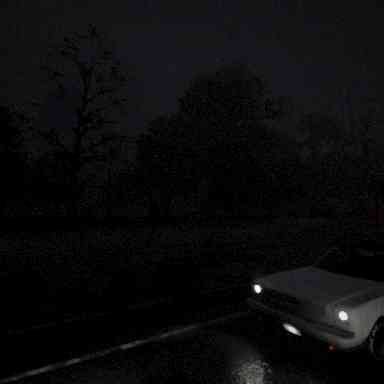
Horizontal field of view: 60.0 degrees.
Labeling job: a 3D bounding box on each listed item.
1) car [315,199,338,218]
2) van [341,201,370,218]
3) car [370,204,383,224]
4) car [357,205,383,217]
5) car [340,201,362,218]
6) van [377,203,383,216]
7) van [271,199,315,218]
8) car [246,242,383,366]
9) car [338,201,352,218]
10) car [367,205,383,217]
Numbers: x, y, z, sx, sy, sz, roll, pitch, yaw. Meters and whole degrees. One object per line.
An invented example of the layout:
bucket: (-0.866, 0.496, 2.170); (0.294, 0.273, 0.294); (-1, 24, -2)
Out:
car: (12.956, 1.844, 37.616); (2.435, 2.045, 5.566); (2, -1, -35)
van: (19.663, 2.184, 42.507); (1.878, 1.987, 4.442); (3, -2, -35)
car: (15.975, 1.911, 23.443); (1.946, 1.575, 5.366); (2, -1, -35)
car: (26.489, 2.732, 47.223); (2.097, 1.535, 5.008); (3, -2, -35)
car: (17.473, 2.303, 40.794); (2.231, 1.521, 4.892); (3, -2, -35)
van: (30.933, 2.721, 50.542); (1.878, 1.987, 4.442); (3, -2, -35)
van: (10.550, 1.774, 36.011); (1.878, 1.987, 4.442); (2, -1, -35)
car: (3.210, 1.654, 5.979); (4.718, 1.301, 1.895); (1, 0, -36)
car: (15.325, 2.193, 39.044); (1.946, 1.575, 5.366); (3, -1, -35)
car: (28.744, 2.841, 48.830); (2.231, 1.521, 4.892); (3, -2, -35)
